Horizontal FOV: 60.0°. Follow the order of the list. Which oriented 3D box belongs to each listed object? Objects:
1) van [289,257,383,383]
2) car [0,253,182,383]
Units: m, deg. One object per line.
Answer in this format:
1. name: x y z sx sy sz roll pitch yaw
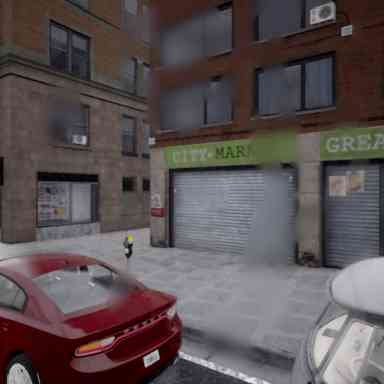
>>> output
1. van: 2.387 1.341 1.375 3.998 1.788 1.690 0 0 35
2. car: -2.223 1.544 4.660 4.507 1.381 1.887 0 0 35
